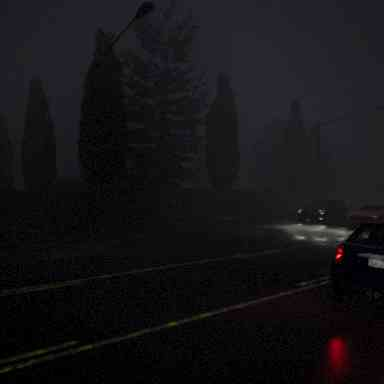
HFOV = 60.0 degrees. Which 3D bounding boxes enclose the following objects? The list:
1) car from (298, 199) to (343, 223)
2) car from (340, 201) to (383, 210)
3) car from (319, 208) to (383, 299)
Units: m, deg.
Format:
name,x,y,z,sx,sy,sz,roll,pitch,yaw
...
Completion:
name,x,y,z,sx,sy,sz,roll,pitch,yaw
car,9.674,1.338,24.279,4.553,1.767,2.097,0,0,-40
car,11.880,1.469,21.555,5.008,1.535,1.882,0,0,-40
car,5.167,1.352,7.431,4.553,1.767,2.097,0,0,-36
